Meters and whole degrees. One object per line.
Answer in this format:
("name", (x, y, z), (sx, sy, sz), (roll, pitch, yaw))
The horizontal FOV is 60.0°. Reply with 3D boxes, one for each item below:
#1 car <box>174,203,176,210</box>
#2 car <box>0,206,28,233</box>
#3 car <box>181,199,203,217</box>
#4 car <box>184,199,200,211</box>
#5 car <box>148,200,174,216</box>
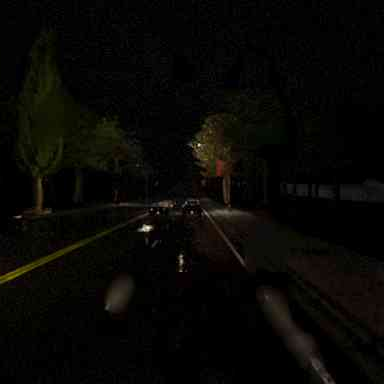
("car", (-3.230, 1.752, 45.069), (2.033, 1.411, 5.357), (0, 0, 0))
("car", (-9.747, 1.376, 16.049), (1.994, 1.385, 4.181), (0, 0, 0))
("car", (0.009, 1.623, 33.234), (1.837, 1.490, 4.892), (0, 0, 0))
("car", (0.034, 1.701, 45.644), (2.128, 1.511, 4.902), (0, 0, 1))
("car", (-3.244, 1.724, 34.040), (1.895, 1.301, 4.718), (0, 0, 0))
